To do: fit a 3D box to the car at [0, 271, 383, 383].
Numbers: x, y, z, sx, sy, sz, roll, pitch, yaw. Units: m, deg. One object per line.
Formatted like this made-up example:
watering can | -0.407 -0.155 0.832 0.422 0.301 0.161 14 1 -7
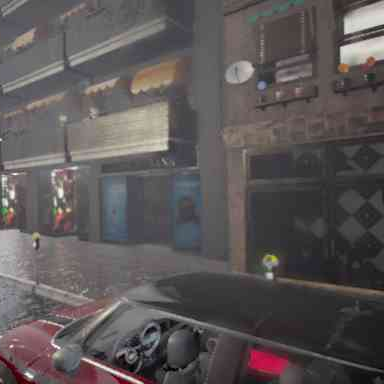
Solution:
car | -0.054 1.440 2.795 4.097 1.590 1.967 0 -1 36
